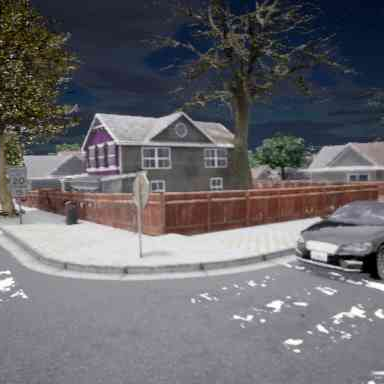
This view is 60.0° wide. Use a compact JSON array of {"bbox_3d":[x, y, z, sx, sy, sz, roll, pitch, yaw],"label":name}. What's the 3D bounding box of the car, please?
[{"bbox_3d":[4.646,0.985,8.472,4.902,1.511,2.128,-3,3,-36],"label":"car"}]
